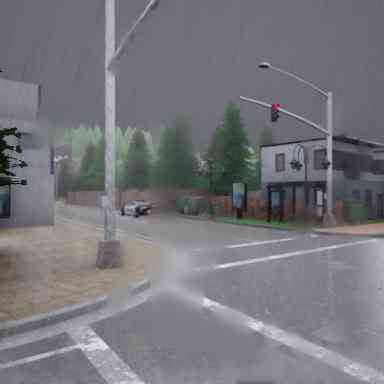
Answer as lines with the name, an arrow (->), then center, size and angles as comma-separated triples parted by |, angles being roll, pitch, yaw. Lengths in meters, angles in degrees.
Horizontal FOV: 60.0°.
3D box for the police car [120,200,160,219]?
police car -> -4.818, 1.494, 29.637 | 2.038, 1.542, 4.974 | 0, 0, -34
